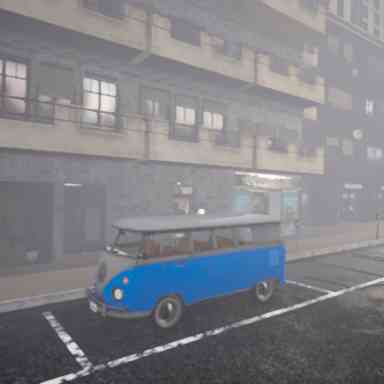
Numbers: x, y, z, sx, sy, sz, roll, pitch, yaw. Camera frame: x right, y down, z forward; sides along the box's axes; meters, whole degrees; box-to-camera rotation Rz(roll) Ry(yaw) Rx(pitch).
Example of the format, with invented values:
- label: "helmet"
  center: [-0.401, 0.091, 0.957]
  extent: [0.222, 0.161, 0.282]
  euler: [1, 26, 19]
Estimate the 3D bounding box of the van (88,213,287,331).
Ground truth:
- label: "van"
  center: [0.114, 1.352, 6.629]
  extent: [3.998, 1.788, 1.690]
  euler: [0, 1, -36]
